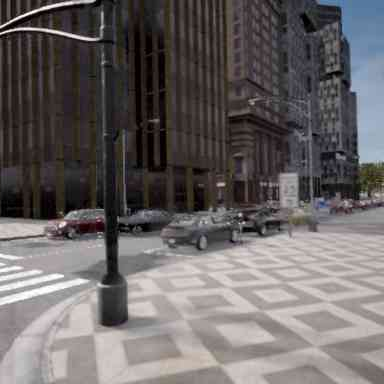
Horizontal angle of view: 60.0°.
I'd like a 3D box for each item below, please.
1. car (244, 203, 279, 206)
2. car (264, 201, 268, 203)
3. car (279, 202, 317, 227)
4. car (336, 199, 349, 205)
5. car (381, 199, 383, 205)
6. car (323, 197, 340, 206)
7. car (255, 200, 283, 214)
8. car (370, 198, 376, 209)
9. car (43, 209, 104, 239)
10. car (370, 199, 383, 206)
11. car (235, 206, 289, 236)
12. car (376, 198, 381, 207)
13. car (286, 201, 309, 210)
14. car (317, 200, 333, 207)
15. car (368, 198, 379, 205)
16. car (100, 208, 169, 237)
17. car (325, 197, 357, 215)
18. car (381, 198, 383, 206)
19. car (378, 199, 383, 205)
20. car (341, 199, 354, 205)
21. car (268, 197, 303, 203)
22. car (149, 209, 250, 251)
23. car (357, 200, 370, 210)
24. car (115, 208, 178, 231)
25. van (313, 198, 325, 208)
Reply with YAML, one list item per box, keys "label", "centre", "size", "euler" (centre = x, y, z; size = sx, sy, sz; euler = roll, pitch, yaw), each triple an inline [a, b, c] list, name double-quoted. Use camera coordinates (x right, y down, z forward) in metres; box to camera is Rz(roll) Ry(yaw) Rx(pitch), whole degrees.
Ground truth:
- label: "car"
  centre: [4.188, 1.747, 24.372]
  size: [2.033, 1.411, 5.357]
  euler: [-2, -1, 35]
- label: "car"
  centre: [6.631, 2.006, 37.817]
  size: [1.802, 1.307, 4.206]
  euler: [-2, -2, 35]
- label: "car"
  centre: [7.128, 1.658, 23.755]
  size: [1.752, 1.417, 4.829]
  euler: [-2, -2, 35]
- label: "car"
  centre: [36.075, 2.422, 79.484]
  size: [1.947, 1.339, 4.313]
  euler: [-3, -2, 35]
- label: "car"
  centre: [46.289, 2.258, 79.171]
  size: [1.947, 1.339, 4.313]
  euler: [-3, -2, 35]
- label: "car"
  centre: [29.525, 2.055, 70.231]
  size: [2.192, 1.841, 5.009]
  euler: [-2, -2, 35]
- label: "car"
  centre: [9.898, 1.903, 42.449]
  size: [1.967, 1.590, 4.097]
  euler: [-2, -2, 35]
- label: "car"
  centre: [26.660, 1.917, 51.396]
  size: [2.008, 1.369, 4.403]
  euler: [-2, -2, 35]
- label: "car"
  centre: [-6.457, 1.748, 19.299]
  size: [1.967, 1.590, 4.097]
  euler: [-2, -1, 35]
- label: "car"
  centre: [36.473, 2.064, 65.284]
  size: [2.008, 1.369, 4.403]
  euler: [-3, -2, 35]
- label: "car"
  centre: [3.760, 1.670, 18.987]
  size: [1.947, 1.339, 4.313]
  euler: [-2, -2, 35]
- label: "car"
  centre: [29.931, 1.963, 56.025]
  size: [2.008, 1.369, 4.403]
  euler: [-2, -2, 35]
- label: "car"
  centre: [16.444, 2.099, 51.707]
  size: [2.008, 1.369, 4.403]
  euler: [-2, -2, 35]
- label: "car"
  centre: [26.260, 2.270, 65.594]
  size: [1.802, 1.307, 4.206]
  euler: [-2, -2, 35]
- label: "car"
  centre: [44.511, 2.296, 81.428]
  size: [1.812, 1.442, 4.674]
  euler: [-2, -2, 35]
- label: "car"
  centre: [-2.811, 1.848, 19.836]
  size: [1.895, 1.301, 4.718]
  euler: [-2, -1, 35]
- label: "car"
  centre: [16.841, 1.676, 37.508]
  size: [1.967, 1.590, 4.097]
  euler: [-2, -2, 35]
- label: "car"
  centre: [33.203, 2.043, 60.653]
  size: [1.802, 1.307, 4.206]
  euler: [-2, -2, 35]
- label: "car"
  centre: [43.017, 2.174, 74.543]
  size: [1.887, 1.381, 4.507]
  euler: [-3, -2, 35]
- label: "car"
  centre: [39.346, 2.470, 84.113]
  size: [2.008, 1.369, 4.403]
  euler: [-3, -2, 35]
- label: "car"
  centre: [11.101, 1.602, 39.485]
  size: [2.150, 2.045, 5.566]
  euler: [-2, -2, 36]
- label: "car"
  centre: [0.489, 1.632, 14.356]
  size: [2.008, 1.369, 4.403]
  euler: [-2, -1, 35]
- label: "car"
  centre: [23.388, 1.903, 46.764]
  size: [1.802, 1.307, 4.206]
  euler: [-2, -2, 35]
- label: "car"
  centre: [-3.183, 1.882, 23.928]
  size: [2.008, 1.369, 4.403]
  euler: [-2, -1, 35]
- label: "van"
  centre: [22.983, 1.980, 60.972]
  size: [1.690, 1.788, 3.998]
  euler: [-2, -2, 35]
